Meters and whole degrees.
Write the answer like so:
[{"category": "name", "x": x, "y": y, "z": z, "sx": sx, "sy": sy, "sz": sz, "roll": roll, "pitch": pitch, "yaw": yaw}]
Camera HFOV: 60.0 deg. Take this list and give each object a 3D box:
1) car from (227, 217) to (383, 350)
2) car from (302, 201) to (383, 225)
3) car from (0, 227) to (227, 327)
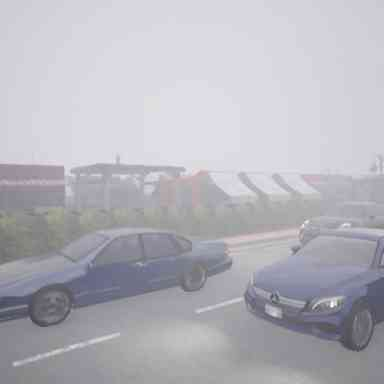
[{"category": "car", "x": 3.042, "y": 1.447, "z": 6.231, "sx": 4.674, "sy": 1.442, "sz": 1.812, "roll": -1, "pitch": 0, "yaw": -37}, {"category": "car", "x": 6.234, "y": 1.187, "z": 12.990, "sx": 4.553, "sy": 1.767, "sz": 2.097, "roll": -1, "pitch": 1, "yaw": -37}, {"category": "car", "x": -1.532, "y": 1.515, "z": 7.218, "sx": 5.357, "sy": 1.411, "sz": 2.033, "roll": -1, "pitch": 0, "yaw": -37}]
